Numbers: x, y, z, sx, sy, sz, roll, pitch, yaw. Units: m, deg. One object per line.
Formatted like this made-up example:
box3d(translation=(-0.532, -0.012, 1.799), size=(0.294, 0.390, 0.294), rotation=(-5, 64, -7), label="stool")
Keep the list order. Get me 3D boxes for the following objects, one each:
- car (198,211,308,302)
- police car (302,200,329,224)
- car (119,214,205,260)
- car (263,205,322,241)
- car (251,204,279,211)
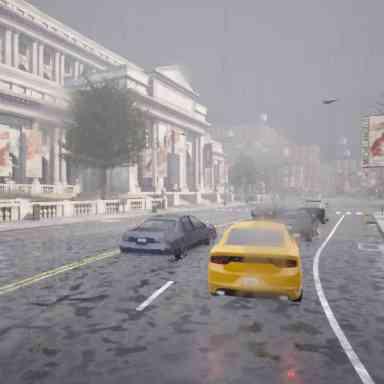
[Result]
box3d(translation=(1.709, 1.478, 8.472), size=(1.882, 1.535, 5.008), rotation=(0, 0, 15), label="car")
box3d(translation=(9.193, 1.425, 25.118), size=(1.930, 1.638, 5.238), rotation=(0, 0, 27), label="police car")
box3d(translation=(-0.633, 1.547, 12.651), size=(2.033, 1.411, 5.357), rotation=(0, 0, 21), label="car")
box3d(translation=(5.179, 1.564, 16.767), size=(1.994, 1.385, 4.181), rotation=(0, 0, 26), label="car")
box3d(translation=(6.347, 1.601, 27.032), size=(1.895, 1.301, 4.718), rotation=(0, 0, 27), label="car")
